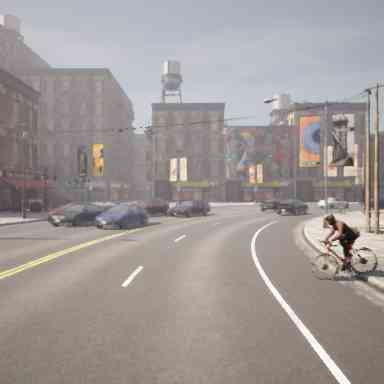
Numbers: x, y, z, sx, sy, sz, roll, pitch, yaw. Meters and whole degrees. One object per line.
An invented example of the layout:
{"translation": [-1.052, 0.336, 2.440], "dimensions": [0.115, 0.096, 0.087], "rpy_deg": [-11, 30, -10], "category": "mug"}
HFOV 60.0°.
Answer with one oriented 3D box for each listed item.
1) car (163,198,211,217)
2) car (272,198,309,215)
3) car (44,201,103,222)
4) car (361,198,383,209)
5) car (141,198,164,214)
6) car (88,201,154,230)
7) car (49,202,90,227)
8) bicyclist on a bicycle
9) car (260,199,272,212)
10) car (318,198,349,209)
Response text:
{"translation": [-0.107, 1.545, 31.396], "dimensions": [2.033, 1.411, 5.357], "rpy_deg": [0, 0, 31], "category": "car"}
{"translation": [10.298, 1.501, 33.788], "dimensions": [1.837, 1.490, 4.892], "rpy_deg": [0, 0, 39], "category": "car"}
{"translation": [-9.485, 1.517, 27.168], "dimensions": [2.002, 1.452, 4.674], "rpy_deg": [0, 0, 21], "category": "car"}
{"translation": [24.176, 1.522, 43.323], "dimensions": [4.674, 1.442, 1.812], "rpy_deg": [0, 0, -20], "category": "car"}
{"translation": [-4.020, 1.349, 31.417], "dimensions": [2.097, 1.767, 4.553], "rpy_deg": [0, 0, 29], "category": "car"}
{"translation": [-4.427, 1.523, 21.585], "dimensions": [1.812, 1.442, 4.674], "rpy_deg": [0, 0, 18], "category": "car"}
{"translation": [-7.665, 1.523, 22.943], "dimensions": [1.812, 1.442, 4.674], "rpy_deg": [0, 0, 18], "category": "car"}
{"translation": [3.769, 1.367, 8.387], "dimensions": [1.656, 1.620, 0.582], "rpy_deg": [-9, 0, 3], "category": "bicyclist on a bicycle"}
{"translation": [9.693, 1.489, 38.192], "dimensions": [2.128, 1.511, 4.902], "rpy_deg": [0, 0, 43], "category": "car"}
{"translation": [19.155, 1.522, 44.983], "dimensions": [4.674, 1.442, 1.812], "rpy_deg": [0, 0, -27], "category": "car"}
